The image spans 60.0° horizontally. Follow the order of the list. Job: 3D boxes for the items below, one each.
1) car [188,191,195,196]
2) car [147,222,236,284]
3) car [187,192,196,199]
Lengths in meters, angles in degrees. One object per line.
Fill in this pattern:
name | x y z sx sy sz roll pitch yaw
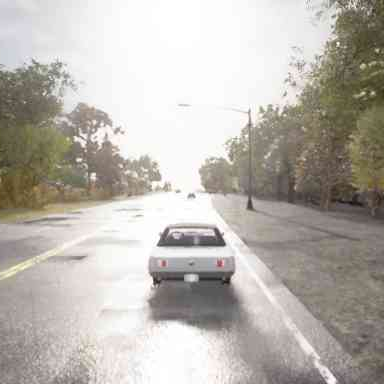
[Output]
car | -0.146 0.507 95.248 1.895 1.301 4.718 0 1 0
car | -0.011 1.492 9.192 1.895 1.301 4.718 0 1 0
car | -0.110 0.713 71.888 2.033 1.411 5.357 0 1 0
